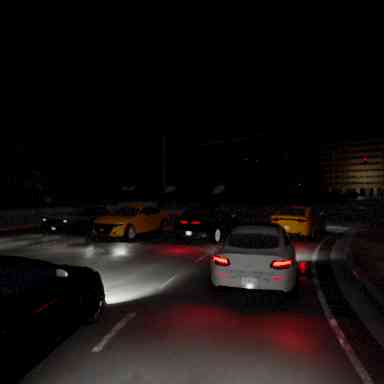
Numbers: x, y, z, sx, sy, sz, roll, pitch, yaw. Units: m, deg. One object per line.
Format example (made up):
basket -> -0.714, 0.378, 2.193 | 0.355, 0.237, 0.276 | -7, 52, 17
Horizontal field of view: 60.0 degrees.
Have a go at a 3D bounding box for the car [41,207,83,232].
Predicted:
car -> -5.972, 1.509, 18.595 | 1.895, 1.301, 4.718 | 0, 0, 25

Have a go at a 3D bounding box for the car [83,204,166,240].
car -> -2.907, 1.401, 16.869 | 1.882, 1.535, 5.008 | 0, 0, 25

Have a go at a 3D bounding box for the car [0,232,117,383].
car -> -2.760, 1.537, 4.475 | 1.994, 1.385, 4.181 | 0, 0, 8

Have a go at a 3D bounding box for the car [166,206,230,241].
car -> 0.851, 1.439, 15.861 | 1.837, 1.490, 4.892 | 0, 0, 24

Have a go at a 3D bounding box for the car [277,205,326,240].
car -> 5.465, 1.417, 16.898 | 1.882, 1.535, 5.008 | 0, 0, 31

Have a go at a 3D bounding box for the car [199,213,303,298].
car -> 1.662, 1.493, 8.440 | 1.812, 1.442, 4.674 | 0, 0, 15
